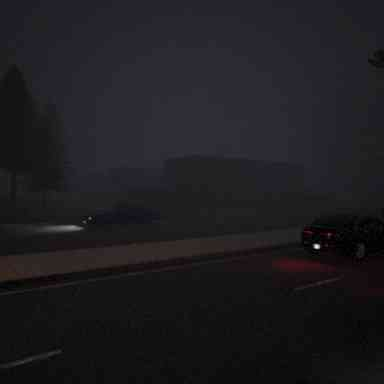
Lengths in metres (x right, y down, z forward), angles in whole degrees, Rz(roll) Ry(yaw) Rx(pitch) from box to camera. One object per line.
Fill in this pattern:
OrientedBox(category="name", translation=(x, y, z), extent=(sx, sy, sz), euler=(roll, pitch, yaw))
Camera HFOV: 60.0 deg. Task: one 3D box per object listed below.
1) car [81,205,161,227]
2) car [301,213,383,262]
OrientedBox(category="car", translation=(-4.810, 1.585, 23.162), extent=(5.357, 1.411, 2.033), euler=(0, 0, -36))
OrientedBox(category="car", translation=(6.091, 1.549, 12.390), extent=(4.892, 1.490, 1.837), euler=(0, 0, -35))
